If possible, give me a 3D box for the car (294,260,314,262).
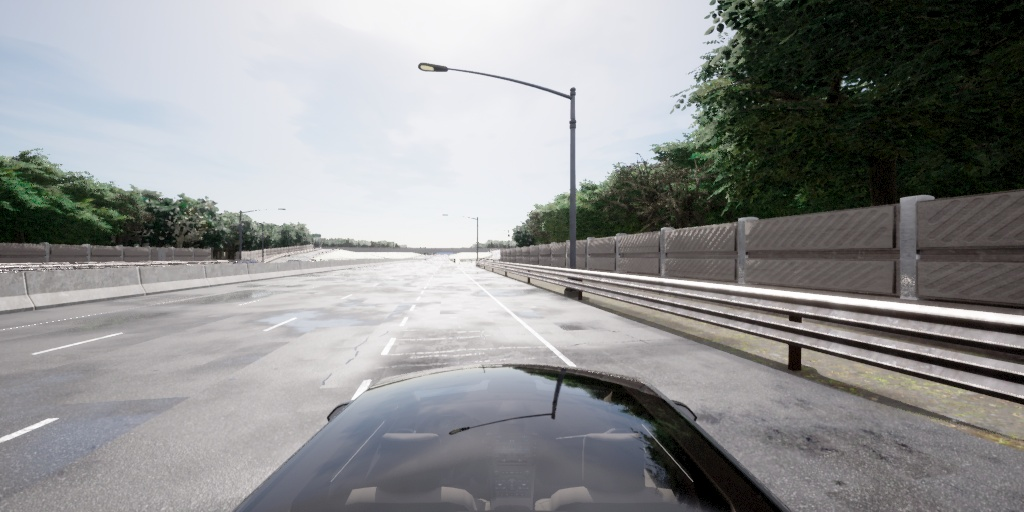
[{"bbox_3d":[-31.045,1.366,54.975,1.994,1.385,4.181,0,0,-10],"label":"car"}]
